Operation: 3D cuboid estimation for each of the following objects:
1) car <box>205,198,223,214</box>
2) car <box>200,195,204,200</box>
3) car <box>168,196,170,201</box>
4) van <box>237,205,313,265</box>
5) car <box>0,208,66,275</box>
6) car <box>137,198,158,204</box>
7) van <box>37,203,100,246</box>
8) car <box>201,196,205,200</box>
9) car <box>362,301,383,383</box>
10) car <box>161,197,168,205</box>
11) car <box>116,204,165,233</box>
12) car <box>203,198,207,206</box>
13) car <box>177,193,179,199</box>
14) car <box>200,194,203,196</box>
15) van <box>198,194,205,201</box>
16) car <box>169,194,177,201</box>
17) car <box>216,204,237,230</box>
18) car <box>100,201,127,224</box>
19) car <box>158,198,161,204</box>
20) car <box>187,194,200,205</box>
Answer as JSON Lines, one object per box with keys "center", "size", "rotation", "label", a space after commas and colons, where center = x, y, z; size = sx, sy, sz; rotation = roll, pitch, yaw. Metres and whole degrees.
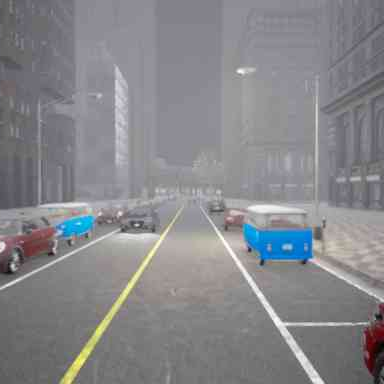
{"center": [2.754, 1.702, 36.829], "size": [1.947, 1.339, 4.313], "rotation": [-1, 0, 0], "label": "car"}
{"center": [2.754, 1.718, 57.811], "size": [1.752, 1.417, 4.829], "rotation": [-1, 0, 0], "label": "car"}
{"center": [-5.771, 1.768, 62.846], "size": [1.947, 1.339, 4.313], "rotation": [-1, 0, 0], "label": "car"}
{"center": [2.787, 1.387, 11.559], "size": [1.690, 1.788, 3.998], "rotation": [-1, 0, 0], "label": "van"}
{"center": [-5.774, 1.481, 10.362], "size": [1.967, 1.590, 4.097], "rotation": [-1, 0, 0], "label": "car"}
{"center": [-5.772, 1.695, 41.334], "size": [1.887, 1.381, 4.507], "rotation": [-1, 0, 0], "label": "car"}
{"center": [-5.775, 1.400, 15.249], "size": [1.690, 1.788, 3.998], "rotation": [-1, 0, 0], "label": "van"}
{"center": [2.754, 1.718, 47.235], "size": [2.008, 1.369, 4.403], "rotation": [-1, 0, 0], "label": "car"}
{"center": [2.775, 1.321, 1.384], "size": [2.192, 1.841, 5.009], "rotation": [-1, 0, 0], "label": "car"}
{"center": [-5.771, 1.743, 57.467], "size": [2.008, 1.369, 4.403], "rotation": [-1, 0, 0], "label": "car"}
{"center": [-3.036, 1.642, 20.330], "size": [1.994, 1.385, 4.181], "rotation": [0, 0, 0], "label": "car"}
{"center": [2.754, 1.718, 42.033], "size": [1.947, 1.339, 4.313], "rotation": [-1, 0, 0], "label": "car"}
{"center": [-5.772, 1.562, 95.471], "size": [2.192, 1.841, 5.009], "rotation": [-1, 0, 0], "label": "car"}
{"center": [2.756, 1.764, 89.994], "size": [1.752, 1.417, 4.829], "rotation": [-1, 0, 0], "label": "car"}
{"center": [2.754, 1.583, 95.505], "size": [1.690, 1.788, 3.998], "rotation": [-1, 0, 0], "label": "van"}
{"center": [-5.769, 1.820, 89.816], "size": [1.802, 1.307, 4.206], "rotation": [-1, 0, 0], "label": "car"}
{"center": [2.753, 1.663, 21.222], "size": [1.802, 1.307, 4.206], "rotation": [-1, 0, 0], "label": "car"}
{"center": [-5.774, 1.536, 25.199], "size": [1.967, 1.590, 4.097], "rotation": [-1, 0, 0], "label": "car"}
{"center": [-5.771, 1.748, 46.711], "size": [1.802, 1.307, 4.206], "rotation": [-1, 0, 0], "label": "car"}
{"center": [0.001, 1.698, 64.423], "size": [2.128, 1.511, 4.902], "rotation": [0, 0, 0], "label": "car"}
